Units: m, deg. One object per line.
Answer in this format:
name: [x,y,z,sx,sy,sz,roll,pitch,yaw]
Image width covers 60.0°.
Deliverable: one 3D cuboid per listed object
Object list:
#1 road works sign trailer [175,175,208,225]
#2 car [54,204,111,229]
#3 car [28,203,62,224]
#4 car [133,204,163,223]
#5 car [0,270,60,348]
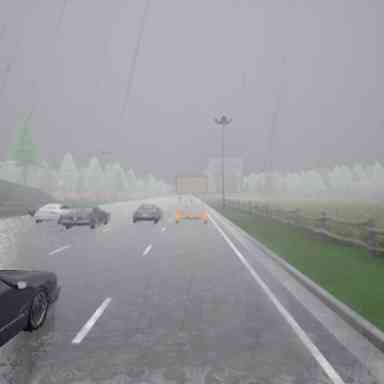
road works sign trailer: [-0.029,0.561,24.660,2.380,3.560,2.880,0,0,0]
car: [-6.927,1.635,22.218,2.033,1.411,5.357,0,0,0]
car: [-10.430,1.627,25.675,1.812,1.442,4.674,0,0,0]
car: [-3.432,1.668,26.449,1.994,1.385,4.181,0,0,0]
car: [-3.404,1.563,3.828,2.033,1.411,5.357,0,0,0]
